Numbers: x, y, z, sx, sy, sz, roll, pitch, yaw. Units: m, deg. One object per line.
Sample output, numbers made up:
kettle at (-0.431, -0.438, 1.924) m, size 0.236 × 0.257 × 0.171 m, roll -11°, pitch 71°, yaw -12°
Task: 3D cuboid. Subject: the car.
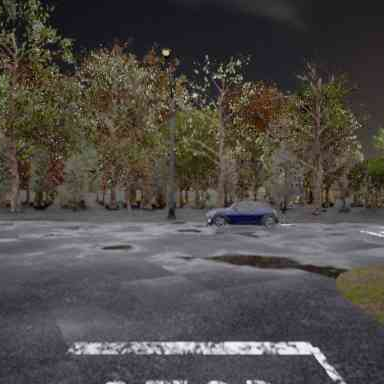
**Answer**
car at (3.151, 1.346, 21.474) m, size 4.553 × 1.767 × 2.097 m, roll 0°, pitch 0°, yaw 0°
